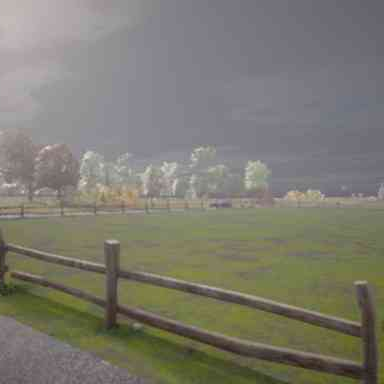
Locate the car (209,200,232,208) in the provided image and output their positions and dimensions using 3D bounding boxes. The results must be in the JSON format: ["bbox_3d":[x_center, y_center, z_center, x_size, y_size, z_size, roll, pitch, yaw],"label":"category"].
[{"bbox_3d":[5.459,2.247,62.516,2.033,1.411,5.357,-1,-1,40],"label":"car"}]
